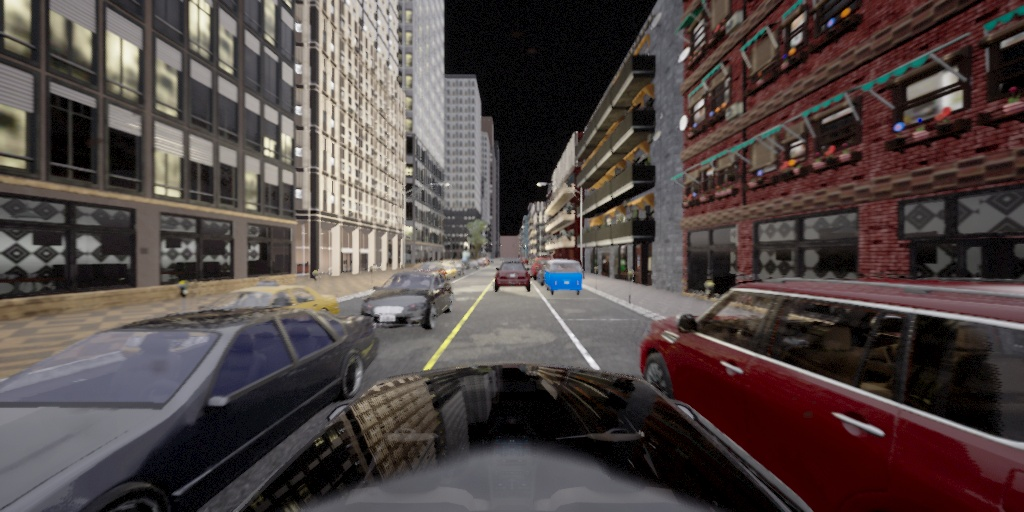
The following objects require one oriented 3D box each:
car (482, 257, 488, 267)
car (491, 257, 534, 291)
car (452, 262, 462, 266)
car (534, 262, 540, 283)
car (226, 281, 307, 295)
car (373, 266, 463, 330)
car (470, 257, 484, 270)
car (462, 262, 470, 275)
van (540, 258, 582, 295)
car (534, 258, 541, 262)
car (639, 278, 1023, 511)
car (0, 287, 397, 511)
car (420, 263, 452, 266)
[{"bbox_3d":[-5.726,1.330,63.792,1.802,1.307,4.207,0,0,0],"label":"car"},{"bbox_3d":[0.046,1.096,22.063,2.097,1.767,4.553,0,0,0],"label":"car"},{"bbox_3d":[-5.708,1.269,30.316,1.751,1.417,4.829,0,0,0],"label":"car"},{"bbox_3d":[2.676,1.295,24.941,2.007,1.370,4.403,0,0,0],"label":"car"},{"bbox_3d":[-5.695,1.273,8.113,1.751,1.417,4.829,0,0,0],"label":"car"},{"bbox_3d":[-3.006,1.239,11.134,2.128,1.511,4.902,0,0,0],"label":"car"},{"bbox_3d":[-5.720,1.296,52.689,2.007,1.370,4.403,0,0,0],"label":"car"},{"bbox_3d":[-5.711,1.294,36.037,2.007,1.370,4.403,0,0,0],"label":"car"},{"bbox_3d":[2.679,1.086,19.390,1.690,1.789,3.998,0,0,0],"label":"van"},{"bbox_3d":[2.673,1.058,30.492,2.192,1.841,5.009,0,0,0],"label":"car"},{"bbox_3d":[2.689,1.064,2.738,2.192,1.841,5.009,0,0,0],"label":"car"},{"bbox_3d":[-3.084,1.297,3.635,2.033,1.411,5.357,0,0,0],"label":"car"},{"bbox_3d":[-5.704,1.184,24.935,1.967,1.591,4.097,0,0,0],"label":"car"}]
